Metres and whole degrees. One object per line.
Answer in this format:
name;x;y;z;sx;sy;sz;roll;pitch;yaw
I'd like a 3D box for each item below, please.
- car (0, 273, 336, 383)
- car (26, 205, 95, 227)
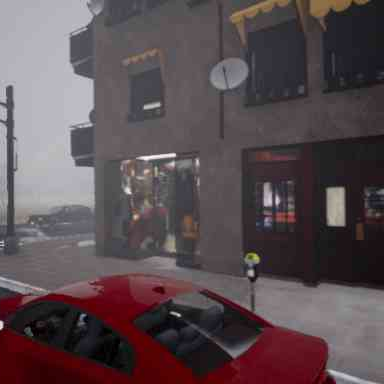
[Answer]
car;-0.905;1.580;3.531;4.507;1.381;1.887;-1;-1;36
car;-9.000;1.640;24.090;2.033;1.411;5.357;-1;0;35
